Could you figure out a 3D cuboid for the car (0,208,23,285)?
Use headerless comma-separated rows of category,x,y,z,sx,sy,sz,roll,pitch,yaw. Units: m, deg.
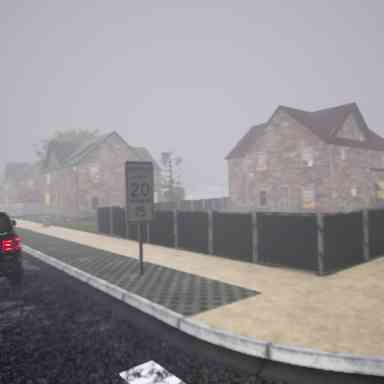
car,-6.315,1.480,9.583,2.150,2.045,5.566,-1,-1,-33
